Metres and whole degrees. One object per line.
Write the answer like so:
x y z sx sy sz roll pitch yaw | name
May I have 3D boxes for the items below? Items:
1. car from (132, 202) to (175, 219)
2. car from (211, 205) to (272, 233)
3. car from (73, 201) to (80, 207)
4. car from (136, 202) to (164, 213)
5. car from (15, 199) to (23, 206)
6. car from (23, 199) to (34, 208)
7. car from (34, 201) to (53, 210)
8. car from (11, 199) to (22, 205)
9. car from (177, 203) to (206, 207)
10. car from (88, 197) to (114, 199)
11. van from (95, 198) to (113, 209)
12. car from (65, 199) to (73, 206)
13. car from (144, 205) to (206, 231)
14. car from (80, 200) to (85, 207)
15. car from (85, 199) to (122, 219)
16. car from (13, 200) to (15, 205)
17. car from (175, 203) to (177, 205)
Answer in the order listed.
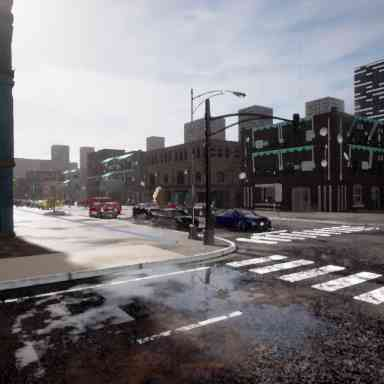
-4.050 1.813 31.702 2.128 1.511 4.902 -1 0 -35 | car
3.082 1.742 21.365 1.994 1.385 4.181 -1 0 -32 | car
-21.610 2.229 66.458 1.887 1.381 4.507 -1 0 -35 | car
-5.599 1.967 43.884 1.802 1.307 4.206 -2 0 -35 | car
-38.053 2.381 75.154 1.967 1.590 4.097 -1 0 -35 | car
-31.647 2.377 66.125 2.008 1.369 4.403 -1 0 -35 | car
-25.145 2.234 56.956 1.752 1.417 4.829 -1 0 -35 | car
-44.454 2.599 84.184 1.887 1.381 4.507 -1 0 -35 | car
0.803 1.810 34.854 2.008 1.369 4.403 -2 0 -35 | car
-10.601 1.671 40.955 2.150 2.045 5.566 -1 0 -35 | car
-15.211 1.908 57.428 1.690 1.788 3.998 -1 0 -35 | van
-28.014 2.365 75.489 1.947 1.339 4.313 -1 0 -35 | car
-1.305 1.815 23.130 1.947 1.339 4.313 -1 0 -35 | car
-18.414 1.941 61.943 2.192 1.841 5.009 -1 0 -35 | car
-9.236 1.847 34.519 1.967 1.590 4.097 -1 0 -35 | car
-41.252 2.549 79.670 2.008 1.369 4.403 -1 0 -35 | car
-2.398 1.904 39.369 1.802 1.307 4.206 -2 0 -35 | car
